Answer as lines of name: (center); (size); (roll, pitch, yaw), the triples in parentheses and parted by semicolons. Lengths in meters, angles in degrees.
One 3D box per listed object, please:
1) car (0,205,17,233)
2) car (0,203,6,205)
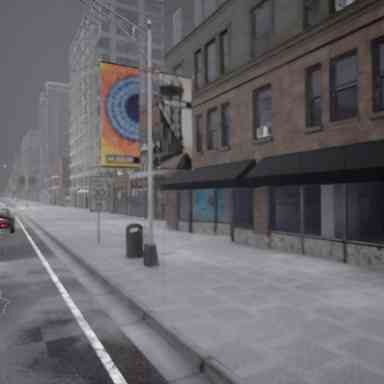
car: (-12.595, 1.817, 21.556); (1.837, 1.490, 4.892); (0, 0, -30)
car: (-25.293, 2.151, 43.903); (1.812, 1.442, 4.674); (0, -1, -30)
